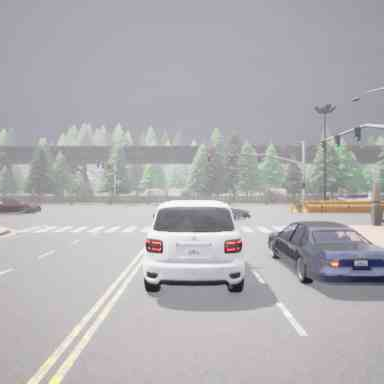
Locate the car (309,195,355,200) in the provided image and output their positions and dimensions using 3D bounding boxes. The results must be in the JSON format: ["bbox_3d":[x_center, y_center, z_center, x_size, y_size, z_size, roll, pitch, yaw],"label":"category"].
[{"bbox_3d":[16.677,1.476,40.734,4.902,1.511,2.128,0,0,0],"label":"car"}]

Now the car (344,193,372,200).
[{"bbox_3d":[21.120,1.204,44.210,5.566,2.045,2.150,0,0,0],"label":"car"}]

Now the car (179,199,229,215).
[{"bbox_3d":[1.179,1.478,33.623,4.902,1.511,2.128,0,0,0],"label":"car"}]

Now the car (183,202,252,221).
[{"bbox_3d":[1.954,1.537,26.618,5.357,1.411,2.033,0,0,0],"label":"car"}]

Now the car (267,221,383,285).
[{"bbox_3d":[3.577,1.544,9.506,2.033,1.411,5.357,0,0,0],"label":"car"}]

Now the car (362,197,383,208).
[{"bbox_3d":[27.327,1.486,47.679,4.892,1.490,1.837,0,0,0],"label":"car"}]

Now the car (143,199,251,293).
[{"bbox_3d":[0.068,1.218,9.018,2.150,2.045,5.566,0,0,1],"label":"car"}]

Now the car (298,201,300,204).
[{"bbox_3d":[17.834,1.459,47.728,5.008,1.535,1.882,0,0,0],"label":"car"}]

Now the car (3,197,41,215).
[{"bbox_3d":[-17.788,1.339,33.731,4.553,1.767,2.097,0,0,0],"label":"car"}]

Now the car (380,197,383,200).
[{"bbox_3d":[26.180,1.462,40.687,5.008,1.535,1.882,0,0,0],"label":"car"}]

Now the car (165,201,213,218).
[{"bbox_3d":[-0.289,1.552,30.131,4.181,1.385,1.994,0,0,0],"label":"car"}]

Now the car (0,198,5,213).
[{"bbox_3d":[-18.185,1.481,26.599,4.902,1.511,2.128,0,0,3],"label":"car"}]
